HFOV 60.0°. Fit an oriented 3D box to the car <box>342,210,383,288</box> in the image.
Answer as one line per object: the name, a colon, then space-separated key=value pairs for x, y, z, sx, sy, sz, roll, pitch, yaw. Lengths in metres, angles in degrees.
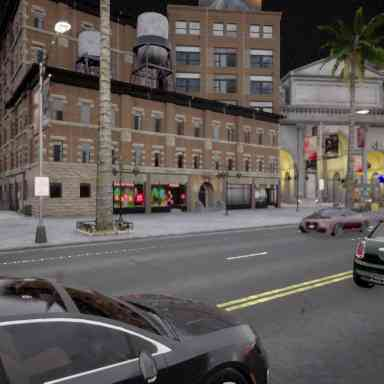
car: x=5.916 y=1.352 z=7.994 sx=4.553 sy=1.767 sz=2.097 roll=0 pitch=0 yaw=-35

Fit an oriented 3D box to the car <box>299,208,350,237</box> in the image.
car: x=7.688 y=1.564 z=17.988 sx=4.181 sy=1.385 sz=1.994 roll=0 pitch=0 yaw=-35

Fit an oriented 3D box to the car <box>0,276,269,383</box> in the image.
car: x=-1.459 y=1.505 z=2.698 sx=4.892 sy=1.490 sz=1.837 roll=0 pitch=0 yaw=-36
